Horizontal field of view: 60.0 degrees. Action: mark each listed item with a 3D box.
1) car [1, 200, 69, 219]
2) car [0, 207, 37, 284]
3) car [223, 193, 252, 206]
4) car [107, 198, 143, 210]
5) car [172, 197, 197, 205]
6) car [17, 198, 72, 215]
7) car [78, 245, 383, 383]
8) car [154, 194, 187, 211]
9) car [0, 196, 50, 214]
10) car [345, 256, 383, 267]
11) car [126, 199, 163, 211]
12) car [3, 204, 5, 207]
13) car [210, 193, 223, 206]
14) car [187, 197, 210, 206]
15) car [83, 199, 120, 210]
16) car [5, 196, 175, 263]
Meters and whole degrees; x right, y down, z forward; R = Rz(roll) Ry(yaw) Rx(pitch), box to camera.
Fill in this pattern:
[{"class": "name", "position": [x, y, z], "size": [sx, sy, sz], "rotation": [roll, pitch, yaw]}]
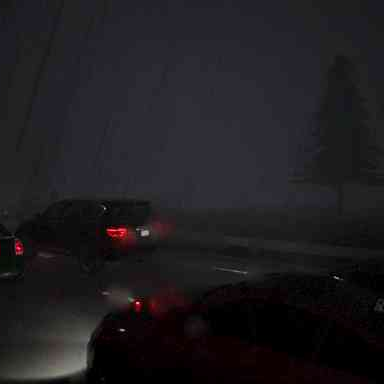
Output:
[{"class": "car", "position": [-14.254, 1.557, 30.597], "size": [2.033, 1.411, 5.357], "rotation": [0, 0, 36]}, {"class": "car", "position": [-6.212, 1.355, 8.388], "size": [4.553, 1.767, 2.097], "rotation": [0, 0, 36]}, {"class": "car", "position": [7.807, 1.230, 54.814], "size": [2.150, 2.045, 5.566], "rotation": [0, 0, 37]}, {"class": "car", "position": [-8.796, 1.536, 44.000], "size": [1.812, 1.442, 4.674], "rotation": [0, 0, 36]}, {"class": "car", "position": [-1.288, 1.612, 60.169], "size": [1.895, 1.301, 4.718], "rotation": [0, 0, 36]}, {"class": "car", "position": [-15.371, 1.488, 35.002], "size": [1.882, 1.535, 5.008], "rotation": [0, 0, 36]}, {"class": "car", "position": [0.839, 1.564, 3.391], "size": [4.181, 1.385, 1.994], "rotation": [0, 0, 35]}, {"class": "car", "position": [-3.497, 1.231, 39.391], "size": [2.150, 2.045, 5.566], "rotation": [0, 0, 36]}, {"class": "car", "position": [-18.402, 1.363, 36.788], "size": [2.097, 1.767, 4.553], "rotation": [0, 0, 36]}, {"class": "car", "position": [4.708, 1.477, 4.930], "size": [5.008, 1.535, 1.882], "rotation": [0, 0, 35]}, {"class": "car", "position": [-5.920, 1.610, 42.003], "size": [1.895, 1.301, 4.718], "rotation": [0, 0, 36]}, {"class": "car", "position": [-12.893, 1.609, 26.401], "size": [1.895, 1.301, 4.718], "rotation": [0, 0, 35]}, {"class": "car", "position": [5.059, 1.231, 56.981], "size": [2.150, 2.045, 5.566], "rotation": [0, 0, 37]}, {"class": "car", "position": [0.595, 1.537, 56.827], "size": [1.812, 1.442, 4.674], "rotation": [0, 0, 37]}, {"class": "car", "position": [-12.222, 1.612, 45.243], "size": [1.895, 1.301, 4.718], "rotation": [0, 0, 36]}, {"class": "car", "position": [-3.468, 1.224, 10.729], "size": [5.566, 2.045, 2.150], "rotation": [0, 0, 36]}]
